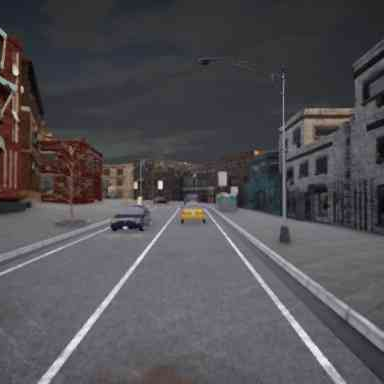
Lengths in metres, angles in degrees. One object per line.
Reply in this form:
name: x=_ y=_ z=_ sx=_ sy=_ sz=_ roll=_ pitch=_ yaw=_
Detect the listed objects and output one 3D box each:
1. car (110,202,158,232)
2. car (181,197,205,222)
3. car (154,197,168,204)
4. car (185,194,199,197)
car: x=-3.605 y=1.557 z=20.634 sx=2.033 sy=1.411 sz=5.357 roll=0 pitch=0 yaw=0
car: x=0.090 y=1.470 z=25.988 sx=1.801 sy=1.575 sz=5.366 roll=0 pitch=0 yaw=0
car: x=-5.780 y=1.616 z=62.177 sx=1.895 sy=1.301 sz=4.718 roll=0 pitch=0 yaw=-17
car: x=-0.002 y=1.243 z=44.059 sx=2.150 sy=2.045 sz=5.566 roll=0 pitch=0 yaw=-1
